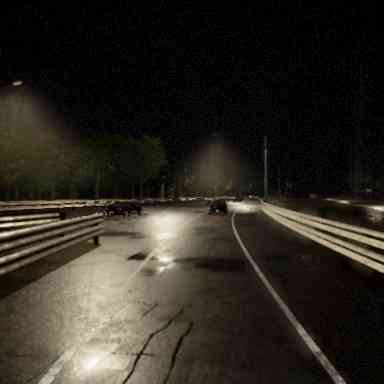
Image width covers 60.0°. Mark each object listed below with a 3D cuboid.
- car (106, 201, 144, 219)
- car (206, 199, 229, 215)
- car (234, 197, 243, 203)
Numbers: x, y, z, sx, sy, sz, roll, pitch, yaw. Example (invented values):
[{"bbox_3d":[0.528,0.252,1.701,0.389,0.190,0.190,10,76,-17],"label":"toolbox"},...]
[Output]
[{"bbox_3d":[-6.121,1.588,30.455,1.812,1.442,4.674,0,0,18],"label":"car"},{"bbox_3d":[3.009,1.663,36.744,1.837,1.490,4.892,0,0,9],"label":"car"},{"bbox_3d":[11.964,2.025,85.578,1.837,1.490,4.892,0,0,18],"label":"car"}]
